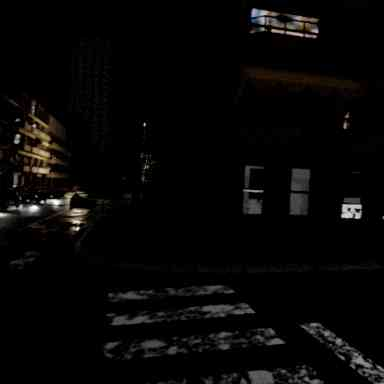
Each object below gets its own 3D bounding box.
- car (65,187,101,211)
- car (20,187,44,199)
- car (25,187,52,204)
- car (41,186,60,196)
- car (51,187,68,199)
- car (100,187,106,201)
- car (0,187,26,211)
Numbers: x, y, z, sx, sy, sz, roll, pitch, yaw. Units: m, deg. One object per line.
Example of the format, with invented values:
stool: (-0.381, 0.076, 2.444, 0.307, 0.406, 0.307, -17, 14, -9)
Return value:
car: (-9.170, 0.675, 28.280, 1.967, 1.590, 4.097, 2, 1, -11)
car: (-20.608, 0.110, 42.918, 1.802, 1.307, 4.206, 2, 1, -11)
car: (-16.225, 0.444, 34.239, 1.895, 1.301, 4.718, 2, 1, -11)
car: (-22.719, -0.191, 53.593, 1.752, 1.417, 4.829, 2, 1, -11)
car: (-18.121, 0.218, 44.183, 1.895, 1.301, 4.718, 2, 1, -11)
car: (-12.392, 0.409, 44.545, 2.008, 1.369, 4.403, 2, 1, -11)
car: (-14.424, 0.559, 25.076, 1.837, 1.490, 4.892, 2, 1, -11)
